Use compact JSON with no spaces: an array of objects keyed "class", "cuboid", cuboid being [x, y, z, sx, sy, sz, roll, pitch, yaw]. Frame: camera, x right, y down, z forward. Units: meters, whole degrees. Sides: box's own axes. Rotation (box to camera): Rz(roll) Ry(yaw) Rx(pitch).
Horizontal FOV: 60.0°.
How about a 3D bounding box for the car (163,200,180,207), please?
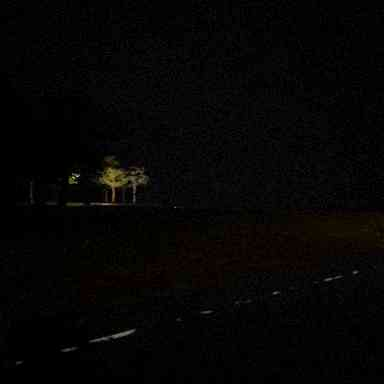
[{"class":"car","cuboid":[-4.316,2.394,69.396,2.128,1.511,4.902,2,-2,-33]}]
